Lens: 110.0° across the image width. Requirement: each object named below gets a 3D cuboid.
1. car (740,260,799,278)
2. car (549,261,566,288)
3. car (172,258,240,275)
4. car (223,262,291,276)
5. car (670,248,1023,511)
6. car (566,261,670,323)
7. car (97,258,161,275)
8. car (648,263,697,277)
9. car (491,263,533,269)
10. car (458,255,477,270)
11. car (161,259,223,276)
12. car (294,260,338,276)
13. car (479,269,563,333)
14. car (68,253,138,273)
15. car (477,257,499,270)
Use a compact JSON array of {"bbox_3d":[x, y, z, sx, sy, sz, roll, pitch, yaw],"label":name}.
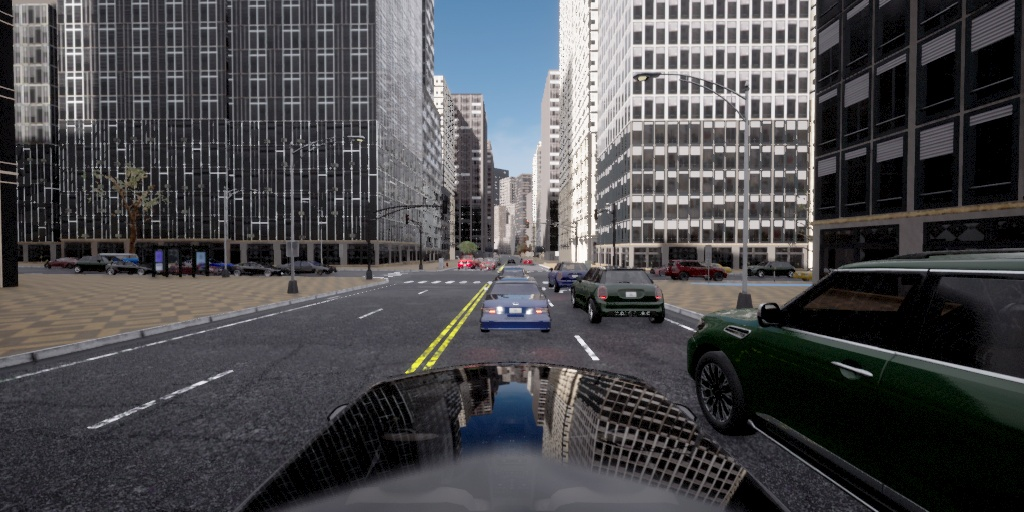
[{"bbox_3d":[26.696,1.303,37.310,4.553,1.767,2.097,1,1,1],"label":"car"},{"bbox_3d":[3.322,1.091,21.034,2.097,1.767,4.553,0,0,0],"label":"car"},{"bbox_3d":[-29.817,0.976,35.018,5.008,1.535,1.882,1,1,1],"label":"car"},{"bbox_3d":[-22.775,1.172,32.176,4.313,1.339,1.948,0,0,1],"label":"car"},{"bbox_3d":[3.346,0.971,2.323,2.150,2.045,5.566,0,0,0],"label":"car"},{"bbox_3d":[3.335,1.097,12.169,2.097,1.767,4.553,0,0,0],"label":"car"},{"bbox_3d":[-34.140,1.068,32.467,4.313,1.339,1.948,0,0,1],"label":"car"},{"bbox_3d":[16.662,1.427,37.458,4.181,1.385,1.994,1,1,2],"label":"car"},{"bbox_3d":[0.073,1.304,19.969,1.994,1.385,4.181,0,0,0],"label":"car"},{"bbox_3d":[-6.662,0.933,53.315,2.150,2.045,5.566,0,0,0],"label":"car"},{"bbox_3d":[-28.459,1.136,32.302,4.207,1.307,1.802,0,0,1],"label":"car"},{"bbox_3d":[-19.957,1.135,34.831,5.357,1.411,2.033,1,1,1],"label":"car"},{"bbox_3d":[0.089,1.293,10.726,2.033,1.411,5.357,0,0,0],"label":"car"},{"bbox_3d":[-39.848,0.759,35.214,4.553,1.767,2.097,1,1,1],"label":"car"},{"bbox_3d":[-3.384,1.066,51.167,2.097,1.767,4.553,0,0,-1],"label":"car"}]
